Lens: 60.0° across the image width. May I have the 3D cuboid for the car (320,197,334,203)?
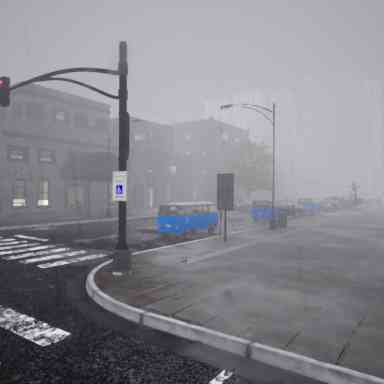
[{"bbox_3d":[31.161,1.792,76.693,1.947,1.339,4.313,0,0,35],"label":"car"}]

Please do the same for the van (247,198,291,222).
[{"bbox_3d":[6.252,1.436,26.687,1.690,1.788,3.998,0,0,35],"label":"van"}]

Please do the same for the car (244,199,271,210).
[{"bbox_3d":[8.933,1.629,45.073,1.887,1.381,4.507,0,0,35],"label":"car"}]

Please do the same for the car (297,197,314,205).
[{"bbox_3d":[21.635,1.705,63.141,1.887,1.381,4.507,0,0,35],"label":"car"}]

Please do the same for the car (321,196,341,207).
[{"bbox_3d":[22.979,1.533,54.976,2.097,1.767,4.553,1,0,35],"label":"car"}]

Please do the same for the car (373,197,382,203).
[{"bbox_3d":[44.359,1.899,80.893,1.947,1.339,4.313,0,0,35],"label":"car"}]

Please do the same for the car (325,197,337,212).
[{"bbox_3d":[15.876,1.671,40.378,1.752,1.417,4.829,0,0,35],"label":"car"}]

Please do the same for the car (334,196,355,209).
[{"bbox_3d":[22.131,1.497,49.273,2.192,1.841,5.009,0,0,35],"label":"car"}]

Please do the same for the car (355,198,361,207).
[{"bbox_3d":[25.307,1.517,53.791,2.192,1.841,5.009,0,0,35],"label":"car"}]

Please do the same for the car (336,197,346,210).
[{"bbox_3d":[18.953,1.729,44.755,1.947,1.339,4.313,0,0,35],"label":"car"}]

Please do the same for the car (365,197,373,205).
[{"bbox_3d":[34.832,1.810,67.342,1.887,1.381,4.507,0,0,35],"label":"car"}]

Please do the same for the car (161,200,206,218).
[{"bbox_3d":[-0.691,1.558,31.381,1.752,1.417,4.829,0,0,35],"label":"car"}]

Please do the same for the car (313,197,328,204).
[{"bbox_3d":[27.888,1.728,72.036,1.752,1.417,4.829,0,0,35],"label":"car"}]

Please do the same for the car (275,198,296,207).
[{"bbox_3d":[15.284,1.665,54.107,1.887,1.381,4.507,0,0,35],"label":"car"}]

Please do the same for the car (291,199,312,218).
[{"bbox_3d":[9.427,1.655,31.203,1.887,1.381,4.507,0,0,35],"label":"car"}]

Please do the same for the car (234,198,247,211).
[{"bbox_3d":[5.758,1.506,40.556,1.967,1.590,4.097,0,0,35],"label":"car"}]

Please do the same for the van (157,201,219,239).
[{"bbox_3d":[-0.099,1.407,17.652,1.690,1.788,3.998,0,0,35],"label":"van"}]

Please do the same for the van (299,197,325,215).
[{"bbox_3d":[12.604,1.469,35.721,1.690,1.788,3.998,0,0,35],"label":"van"}]

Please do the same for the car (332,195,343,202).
[{"bbox_3d":[37.513,1.712,85.727,1.967,1.590,4.097,0,0,35],"label":"car"}]

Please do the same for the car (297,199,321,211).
[{"bbox_3d":[15.698,1.702,44.613,1.994,1.385,4.181,1,0,35],"label":"car"}]

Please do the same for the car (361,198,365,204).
[{"bbox_3d":[28.579,1.748,58.447,1.752,1.417,4.829,0,0,35],"label":"car"}]
